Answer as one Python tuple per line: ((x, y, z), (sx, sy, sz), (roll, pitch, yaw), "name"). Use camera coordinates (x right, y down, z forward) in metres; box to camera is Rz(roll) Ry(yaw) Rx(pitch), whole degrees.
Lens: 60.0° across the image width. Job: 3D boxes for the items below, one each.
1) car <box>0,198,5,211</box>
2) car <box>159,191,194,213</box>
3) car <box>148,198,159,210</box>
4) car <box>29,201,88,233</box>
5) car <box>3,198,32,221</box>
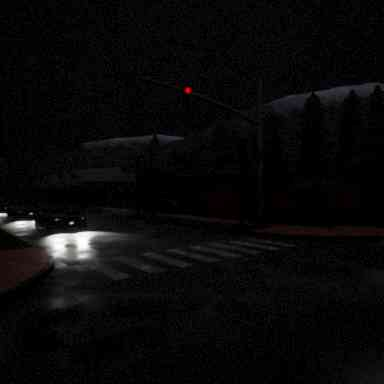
((-19.056, 1.344, 33.489), (1.994, 1.385, 4.181), (-1, 1, -39), "car")
((-0.340, 0.879, 30.673), (4.605, 1.855, 1.932), (-1, 1, -38), "car")
((-2.203, 0.875, 32.405), (3.866, 1.878, 1.905), (-1, 1, -38), "car")
((-7.464, 1.417, 18.806), (1.994, 1.385, 4.181), (-1, 1, -38), "car")
((-12.918, 1.383, 25.737), (1.994, 1.385, 4.181), (-1, 1, -38), "car")
